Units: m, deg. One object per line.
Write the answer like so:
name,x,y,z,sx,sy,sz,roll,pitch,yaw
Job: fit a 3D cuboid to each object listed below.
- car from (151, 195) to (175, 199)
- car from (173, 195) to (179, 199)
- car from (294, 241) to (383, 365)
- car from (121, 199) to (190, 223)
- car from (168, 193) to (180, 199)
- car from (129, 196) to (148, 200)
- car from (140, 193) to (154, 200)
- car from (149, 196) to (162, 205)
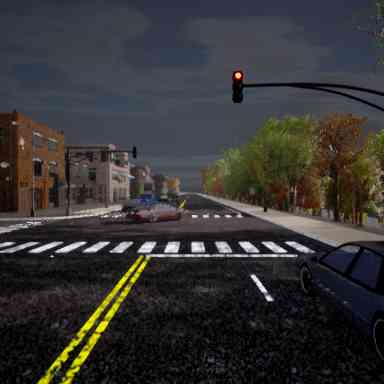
car,-3.345,1.489,38.680,1.837,1.490,4.892,0,0,0
car,-3.361,1.545,48.595,1.994,1.385,4.181,0,0,0
car,3.353,1.545,5.573,2.033,1.411,5.357,0,0,0
car,-2.519,1.536,25.344,2.033,1.411,5.357,0,0,43
car,-3.378,1.201,60.197,2.150,2.045,5.566,0,0,0
car,-6.598,1.532,37.381,2.033,1.411,5.357,0,0,0
car,-6.616,1.204,48.373,2.150,2.045,5.566,0,0,0
car,-6.617,1.503,60.992,1.812,1.442,4.674,0,0,0
